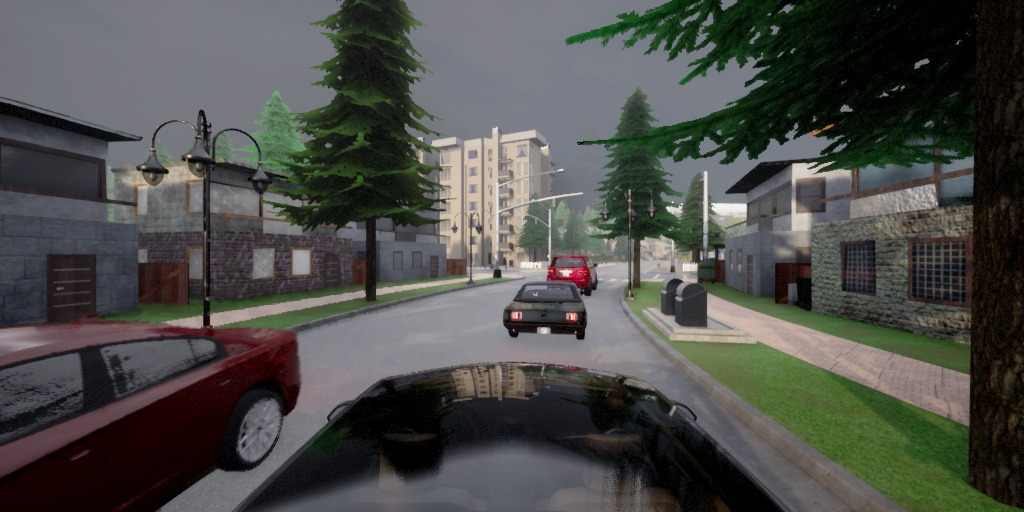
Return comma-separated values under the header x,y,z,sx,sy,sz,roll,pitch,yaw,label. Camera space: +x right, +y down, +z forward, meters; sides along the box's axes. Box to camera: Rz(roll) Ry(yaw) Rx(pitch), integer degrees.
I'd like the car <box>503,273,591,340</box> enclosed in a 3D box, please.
x,y,z,sx,sy,sz,roll,pitch,yaw,label
1.071,1.350,10.057,1.895,1.301,4.718,0,0,9,car

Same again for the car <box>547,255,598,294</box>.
x,y,z,sx,sy,sz,roll,pitch,yaw,label
3.366,0.970,19.553,2.150,2.045,5.566,0,0,18,car

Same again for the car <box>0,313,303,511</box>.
x,y,z,sx,sy,sz,roll,pitch,yaw,label
-3.388,1.227,2.025,1.882,1.535,5.008,0,0,2,car
